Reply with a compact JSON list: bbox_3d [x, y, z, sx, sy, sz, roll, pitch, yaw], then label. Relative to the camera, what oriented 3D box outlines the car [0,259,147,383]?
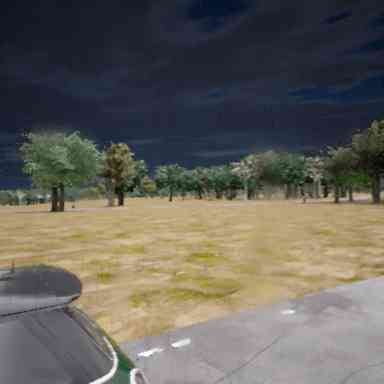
[{"bbox_3d":[-2.432,1.356,1.542,4.553,1.767,2.097,0,0,-35],"label":"car"}]
